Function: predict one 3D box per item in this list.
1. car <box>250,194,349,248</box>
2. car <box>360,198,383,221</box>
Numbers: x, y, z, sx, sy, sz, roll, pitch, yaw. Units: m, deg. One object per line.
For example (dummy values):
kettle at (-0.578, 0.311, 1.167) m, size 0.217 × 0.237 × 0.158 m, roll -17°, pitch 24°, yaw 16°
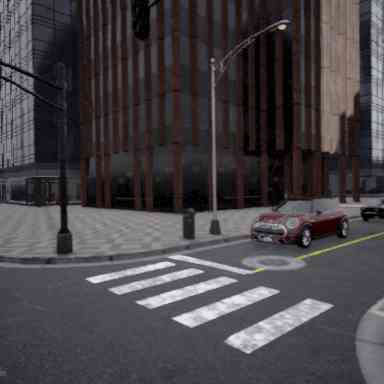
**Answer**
car at (4.314, 1.020, 13.181) m, size 4.553 × 1.767 × 2.097 m, roll -2°, pitch 1°, yaw -42°
car at (11.886, 1.023, 19.983) m, size 4.718 × 1.301 × 1.895 m, roll -2°, pitch 1°, yaw -42°
